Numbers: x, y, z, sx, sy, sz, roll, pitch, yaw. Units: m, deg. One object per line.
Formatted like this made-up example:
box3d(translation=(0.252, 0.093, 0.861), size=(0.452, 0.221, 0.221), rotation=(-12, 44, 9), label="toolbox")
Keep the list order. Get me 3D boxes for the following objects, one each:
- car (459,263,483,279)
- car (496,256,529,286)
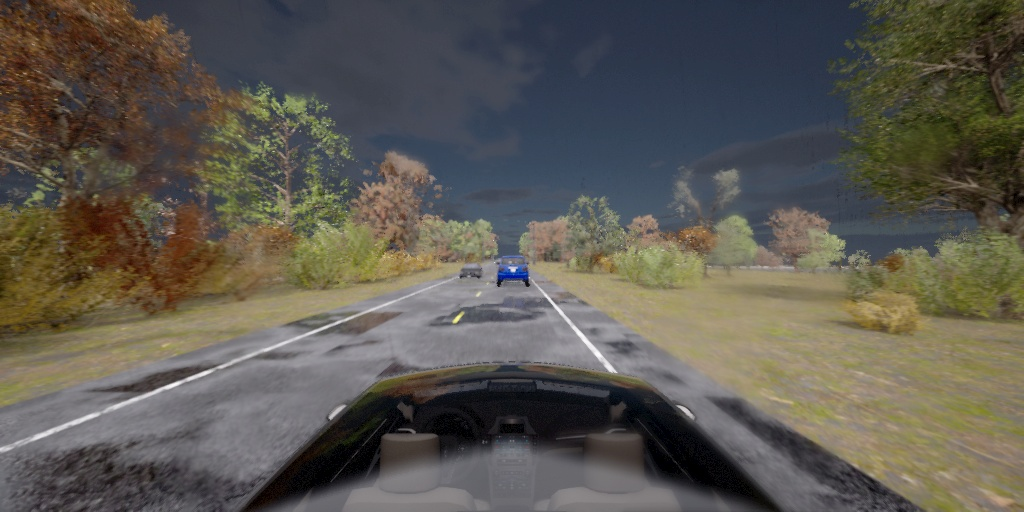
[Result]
box3d(translation=(-3.662, 1.354, 33.087), size=(2.033, 1.411, 5.357), rotation=(0, 0, 0), label="car")
box3d(translation=(0.063, 1.017, 25.801), size=(2.150, 2.045, 5.566), rotation=(0, 0, 0), label="car")
